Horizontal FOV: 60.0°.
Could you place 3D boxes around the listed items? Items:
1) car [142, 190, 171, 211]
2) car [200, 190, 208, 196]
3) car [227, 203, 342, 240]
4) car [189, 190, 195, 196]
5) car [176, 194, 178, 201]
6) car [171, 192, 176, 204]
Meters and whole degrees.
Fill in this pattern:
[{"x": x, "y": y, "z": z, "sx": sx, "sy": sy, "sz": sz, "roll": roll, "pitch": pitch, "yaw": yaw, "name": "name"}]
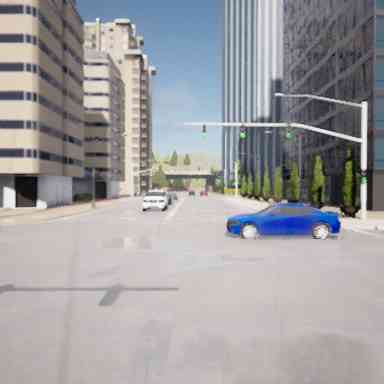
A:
[{"x": -3.615, "y": 0.816, "z": 33.518, "sx": 2.150, "sy": 2.045, "sz": 5.566, "roll": 0, "pitch": 1, "yaw": 0, "name": "car"}, {"x": 3.452, "y": 0.417, "z": 94.478, "sx": 1.994, "sy": 1.385, "sz": 4.181, "roll": 0, "pitch": 1, "yaw": 0, "name": "car"}, {"x": 4.075, "y": 1.270, "z": 15.048, "sx": 5.008, "sy": 1.535, "sz": 1.882, "roll": 0, "pitch": 1, "yaw": 0, "name": "car"}, {"x": -0.047, "y": 0.361, "z": 94.059, "sx": 1.837, "sy": 1.490, "sz": 4.892, "roll": 0, "pitch": 1, "yaw": 0, "name": "car"}, {"x": -3.559, "y": 0.797, "z": 59.995, "sx": 1.812, "sy": 1.442, "sz": 4.674, "roll": 0, "pitch": 1, "yaw": 1, "name": "car"}, {"x": -3.617, "y": 0.941, "z": 44.257, "sx": 1.882, "sy": 1.535, "sz": 5.008, "roll": 0, "pitch": 1, "yaw": 0, "name": "car"}]
